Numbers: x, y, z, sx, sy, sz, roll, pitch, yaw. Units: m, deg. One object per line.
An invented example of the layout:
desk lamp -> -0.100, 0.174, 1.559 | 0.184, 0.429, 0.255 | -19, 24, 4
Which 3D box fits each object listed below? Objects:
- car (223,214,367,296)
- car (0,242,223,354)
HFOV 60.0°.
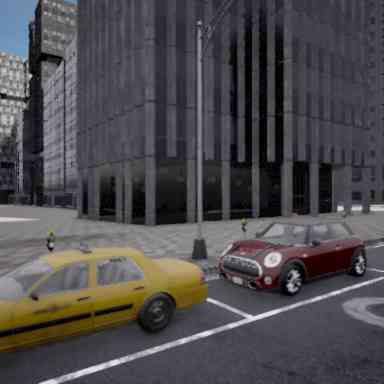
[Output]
car -> 2.635, 1.427, 8.530 | 4.097, 1.590, 1.967 | 0, 0, -36
car -> -1.970, 1.523, 5.244 | 4.829, 1.417, 1.752 | 0, 0, -36
